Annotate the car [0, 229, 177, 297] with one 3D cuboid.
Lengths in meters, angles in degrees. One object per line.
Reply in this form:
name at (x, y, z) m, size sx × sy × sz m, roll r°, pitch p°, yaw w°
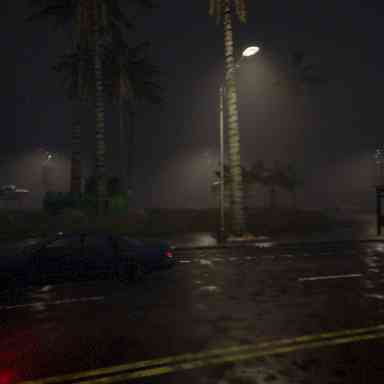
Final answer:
car at (-3.153, 1.754, 9.051) m, size 5.357 × 1.411 × 2.033 m, roll 0°, pitch -1°, yaw -20°
